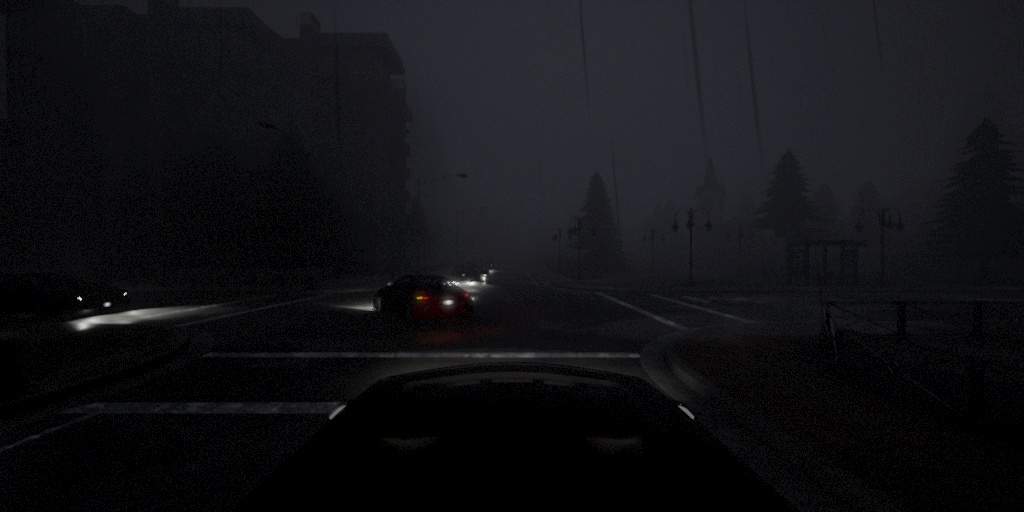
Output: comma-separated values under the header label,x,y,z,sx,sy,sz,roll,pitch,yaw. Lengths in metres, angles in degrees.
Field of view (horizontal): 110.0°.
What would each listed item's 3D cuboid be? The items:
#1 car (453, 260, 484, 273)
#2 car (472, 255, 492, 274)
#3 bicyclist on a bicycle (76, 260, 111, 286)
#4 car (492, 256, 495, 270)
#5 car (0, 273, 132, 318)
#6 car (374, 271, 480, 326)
label,x,y,z,sx,sy,sz,roll,pitch,yaw
car,-3.649,1.254,28.978,1.994,1.385,4.181,0,0,0
car,-3.672,1.020,39.098,2.097,1.767,4.553,0,0,0
bicyclist on a bicycle,-23.013,1.026,19.740,0.582,1.620,1.656,0,0,-1
car,-3.675,0.866,51.269,2.150,2.045,5.566,0,0,0
car,-16.621,1.289,12.335,5.357,1.411,2.033,0,0,-1
car,-3.045,1.298,11.892,1.994,1.385,4.181,0,0,-37
